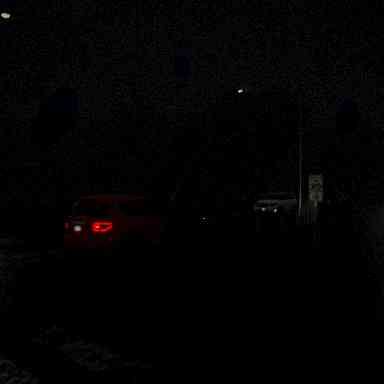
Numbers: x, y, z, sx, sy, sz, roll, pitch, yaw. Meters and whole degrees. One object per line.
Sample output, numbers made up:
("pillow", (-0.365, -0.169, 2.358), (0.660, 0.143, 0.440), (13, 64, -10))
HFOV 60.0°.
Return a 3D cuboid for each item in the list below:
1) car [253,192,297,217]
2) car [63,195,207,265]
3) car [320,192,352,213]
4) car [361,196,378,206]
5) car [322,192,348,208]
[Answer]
("car", (7.391, 1.040, 29.091), (2.150, 2.045, 5.566), (0, 0, 36))
("car", (-1.677, 1.116, 11.655), (2.150, 2.045, 5.566), (0, 0, 36))
("car", (14.970, 1.028, 34.479), (2.150, 2.045, 5.566), (0, 0, 36))
("car", (27.627, 1.390, 51.824), (1.837, 1.490, 4.892), (0, -1, 36))
("car", (19.747, 1.085, 45.858), (2.150, 2.045, 5.566), (0, 0, 36))
